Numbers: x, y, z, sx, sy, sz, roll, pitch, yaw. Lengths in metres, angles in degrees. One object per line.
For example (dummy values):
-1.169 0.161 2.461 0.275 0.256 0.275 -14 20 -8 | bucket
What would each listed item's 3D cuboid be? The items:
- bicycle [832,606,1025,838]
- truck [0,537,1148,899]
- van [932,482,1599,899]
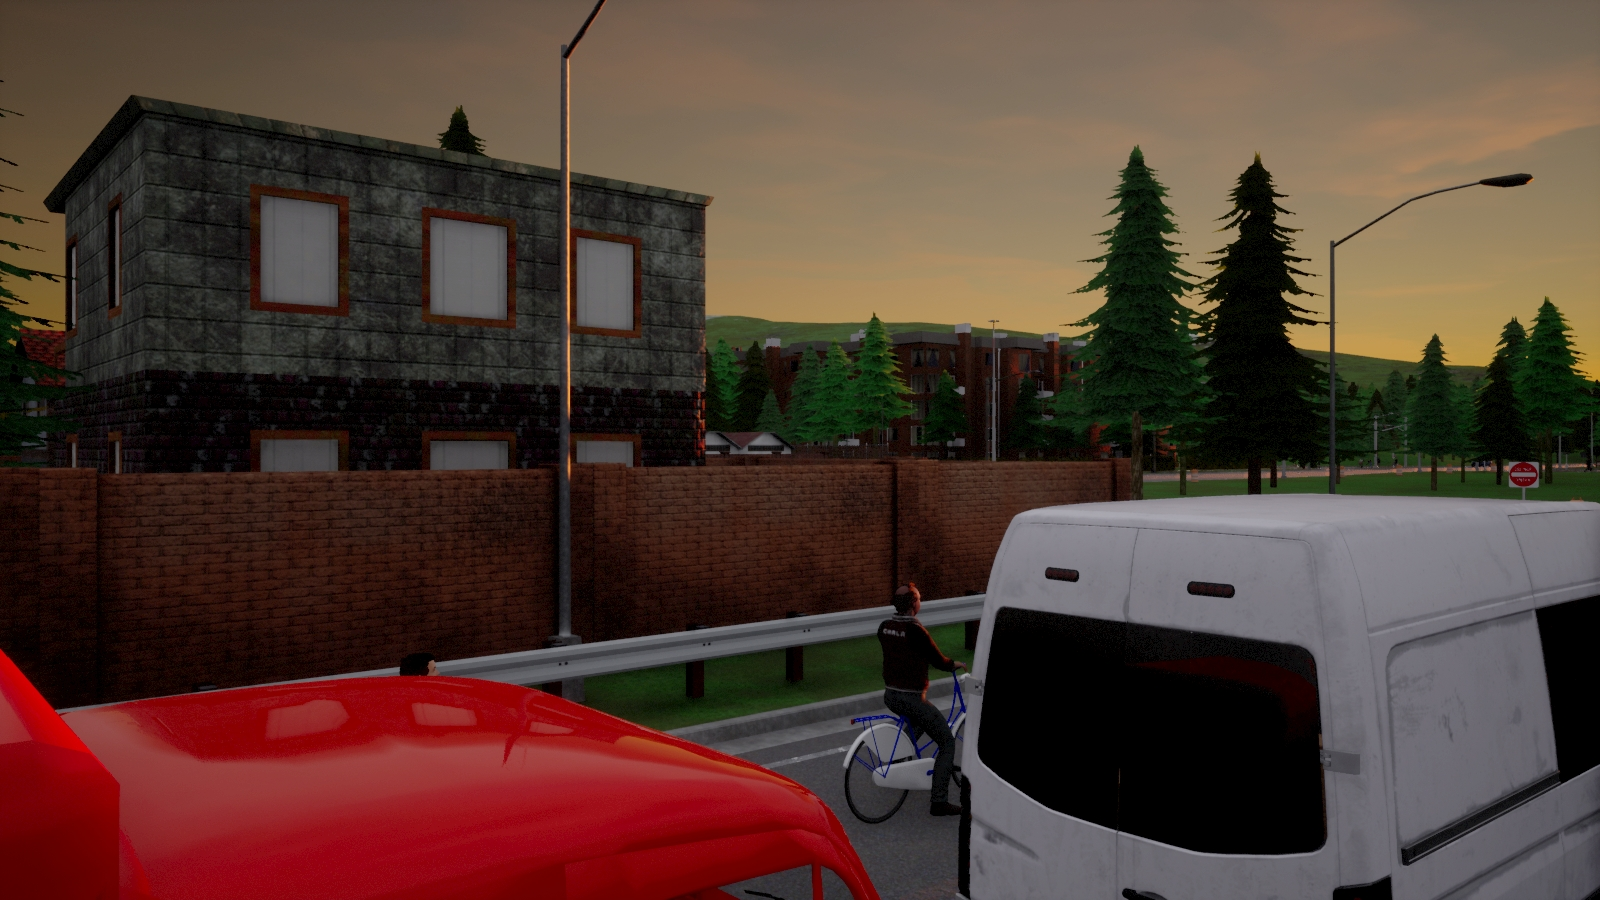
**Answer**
1.045 2.060 8.955 1.835 1.471 0.329 0 0 -40 | bicycle
-2.109 1.568 1.686 5.204 2.467 2.627 0 0 -40 | truck
3.509 1.534 6.458 5.915 2.561 1.988 0 0 -40 | van
